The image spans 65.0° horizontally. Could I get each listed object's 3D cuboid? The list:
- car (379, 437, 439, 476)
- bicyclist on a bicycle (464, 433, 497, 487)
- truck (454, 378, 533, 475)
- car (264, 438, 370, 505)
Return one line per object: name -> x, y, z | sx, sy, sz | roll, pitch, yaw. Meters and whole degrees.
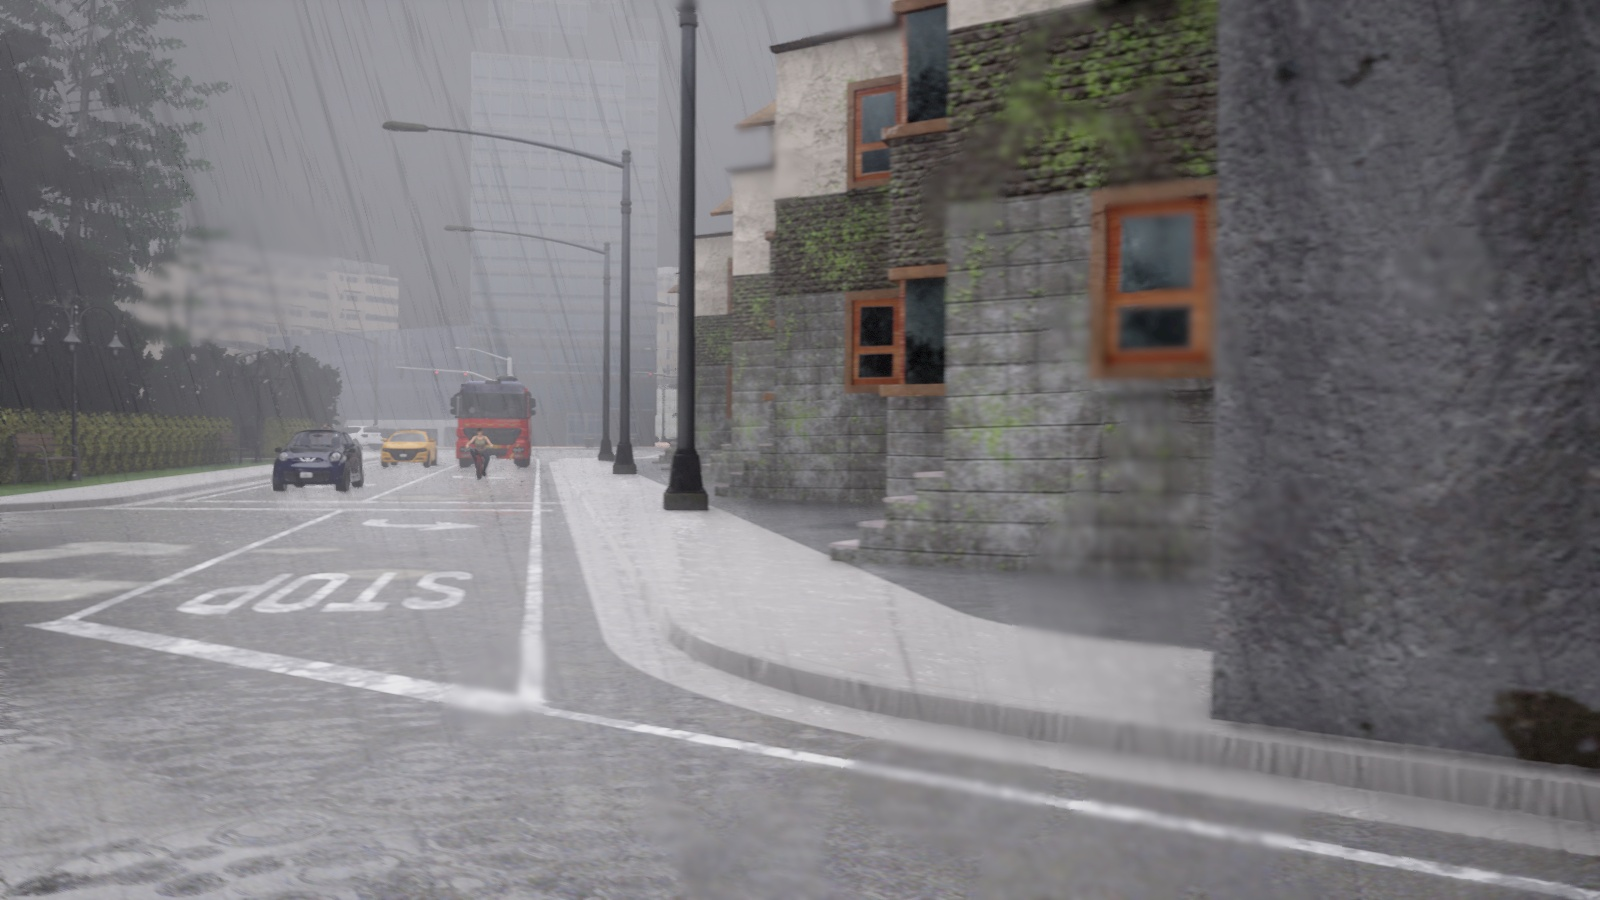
car -> -16.302, 0.215, 52.580 | 1.882, 1.535, 5.008 | -1, 1, -11
bicyclist on a bicycle -> -9.745, 0.286, 38.316 | 0.866, 1.612, 1.509 | -1, 1, -11
truck -> -13.110, -0.982, 54.277 | 2.891, 3.827, 8.468 | -1, 1, -11
car -> -11.794, 0.478, 30.895 | 1.845, 1.501, 3.633 | -1, 1, -12
